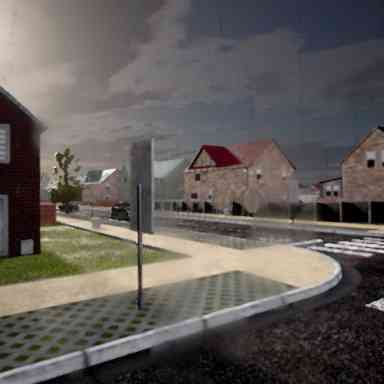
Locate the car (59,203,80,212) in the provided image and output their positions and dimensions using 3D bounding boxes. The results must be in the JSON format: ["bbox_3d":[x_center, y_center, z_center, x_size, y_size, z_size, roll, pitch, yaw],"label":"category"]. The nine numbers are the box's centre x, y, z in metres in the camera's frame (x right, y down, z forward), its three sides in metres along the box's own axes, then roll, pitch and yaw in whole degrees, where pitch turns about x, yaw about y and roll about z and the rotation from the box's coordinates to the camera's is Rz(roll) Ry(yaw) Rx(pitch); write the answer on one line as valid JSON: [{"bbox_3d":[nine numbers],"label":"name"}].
[{"bbox_3d":[-17.610,2.169,47.619,1.895,1.301,4.718,0,-1,-34],"label":"car"}]

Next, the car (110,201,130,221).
[{"bbox_3d":[-5.650,1.621,29.858,2.097,1.767,4.553,0,-1,-34],"label":"car"}]
